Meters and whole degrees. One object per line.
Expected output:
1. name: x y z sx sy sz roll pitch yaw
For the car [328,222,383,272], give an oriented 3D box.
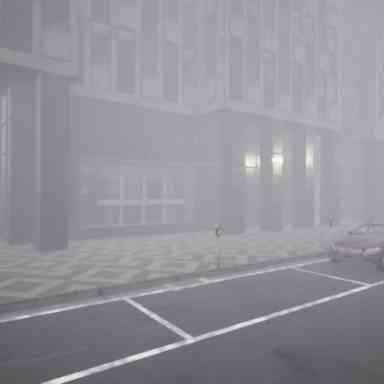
1. car: 6.354 1.699 11.187 4.206 1.307 1.802 1 -1 -36
